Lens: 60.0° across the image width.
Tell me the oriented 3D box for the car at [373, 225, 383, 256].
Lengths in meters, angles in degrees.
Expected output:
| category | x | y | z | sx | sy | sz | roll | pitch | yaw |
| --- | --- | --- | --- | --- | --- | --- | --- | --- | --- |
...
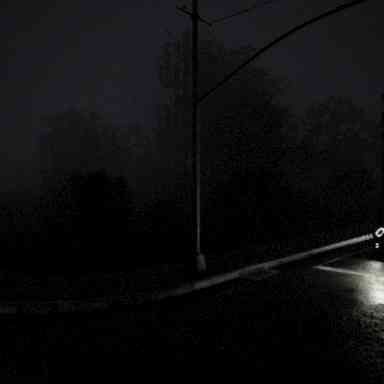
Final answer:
| category | x | y | z | sx | sy | sz | roll | pitch | yaw |
| --- | --- | --- | --- | --- | --- | --- | --- | --- | --- |
| car | 8.190 | 1.303 | 11.754 | 4.553 | 1.767 | 2.097 | -1 | 0 | -42 |
